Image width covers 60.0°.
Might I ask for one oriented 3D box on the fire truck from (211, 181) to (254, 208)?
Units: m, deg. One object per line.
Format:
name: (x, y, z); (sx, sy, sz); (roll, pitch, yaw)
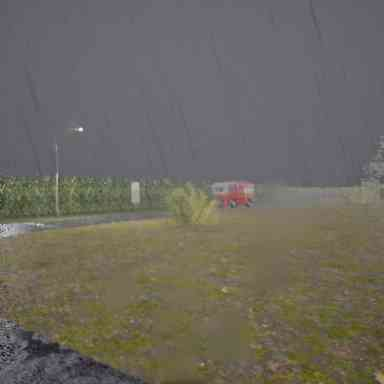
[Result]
fire truck: (6.136, 0.314, 49.003); (2.891, 3.827, 8.468); (-1, 0, 35)
